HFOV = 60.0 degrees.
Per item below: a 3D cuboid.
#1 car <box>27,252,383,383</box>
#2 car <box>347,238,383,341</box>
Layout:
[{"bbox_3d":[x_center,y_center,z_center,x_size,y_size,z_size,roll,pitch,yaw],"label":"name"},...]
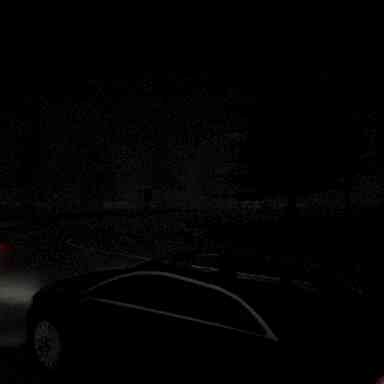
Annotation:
[{"bbox_3d":[-0.095,1.514,4.059,4.902,1.511,2.128,-1,0,36],"label":"car"},{"bbox_3d":[4.970,1.587,4.743,4.718,1.301,1.895,-1,0,36],"label":"car"}]
